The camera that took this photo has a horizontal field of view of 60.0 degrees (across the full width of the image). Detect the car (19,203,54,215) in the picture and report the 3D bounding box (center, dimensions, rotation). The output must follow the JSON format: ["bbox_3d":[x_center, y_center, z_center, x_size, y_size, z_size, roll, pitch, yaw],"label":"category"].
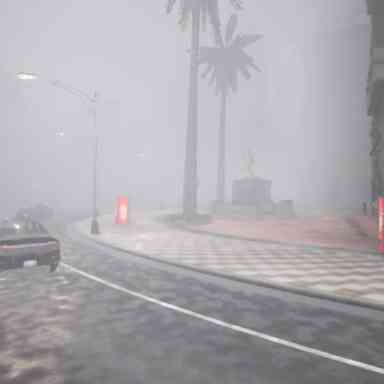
[{"bbox_3d":[-13.143,1.655,27.957,1.812,1.442,4.674,0,0,-6],"label":"car"}]

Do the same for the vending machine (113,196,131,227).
[{"bbox_3d":[-4.795,1.324,22.838,1.100,2.100,0.880,0,0,-20],"label":"vending machine"}]

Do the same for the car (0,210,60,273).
[{"bbox_3d":[-5.505,1.536,9.998,2.128,1.511,4.902,0,0,-40],"label":"car"}]
